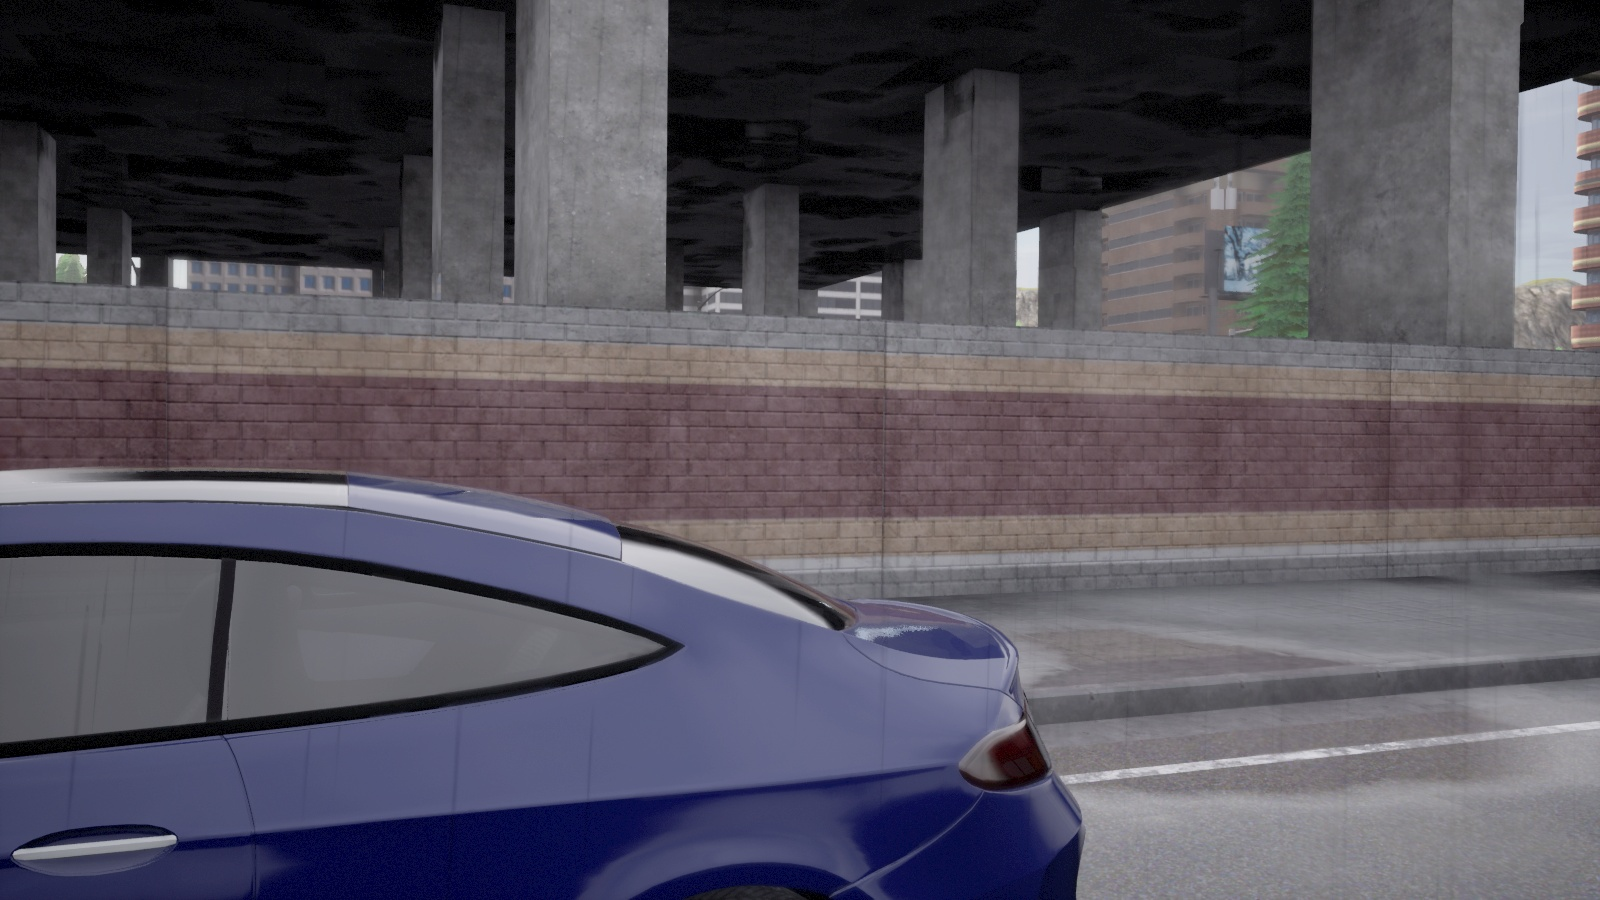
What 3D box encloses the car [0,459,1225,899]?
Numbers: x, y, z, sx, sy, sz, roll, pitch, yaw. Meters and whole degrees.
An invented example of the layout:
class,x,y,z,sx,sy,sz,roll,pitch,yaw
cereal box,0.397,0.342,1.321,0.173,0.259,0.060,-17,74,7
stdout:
class,x,y,z,sx,sy,sz,roll,pitch,yaw
car,-1.621,0.799,2.622,4.674,1.442,1.812,-1,1,-21
